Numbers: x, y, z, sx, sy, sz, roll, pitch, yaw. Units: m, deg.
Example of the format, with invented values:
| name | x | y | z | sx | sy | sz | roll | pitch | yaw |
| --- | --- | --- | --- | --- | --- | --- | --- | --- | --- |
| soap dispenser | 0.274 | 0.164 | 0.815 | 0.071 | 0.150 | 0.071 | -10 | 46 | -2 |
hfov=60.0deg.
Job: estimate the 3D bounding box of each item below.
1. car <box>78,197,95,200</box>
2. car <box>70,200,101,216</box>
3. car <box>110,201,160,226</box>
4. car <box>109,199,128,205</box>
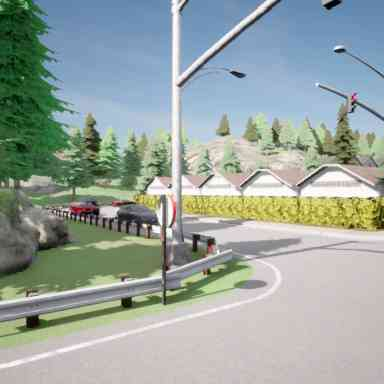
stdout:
| name | x | y | z | sx | sy | sz | roll | pitch | yaw |
| --- | --- | --- | --- | --- | --- | --- | --- | --- | --- |
| car | -16.333 | 1.526 | 50.456 | 2.097 | 1.767 | 4.553 | 0 | 0 | 17 |
| car | -11.114 | 1.792 | 34.612 | 1.895 | 1.301 | 4.718 | 0 | 0 | -34 |
| car | -4.038 | 1.698 | 24.469 | 1.837 | 1.490 | 4.892 | 0 | 0 | -35 |
| car | -10.958 | 1.777 | 53.332 | 1.895 | 1.301 | 4.718 | 0 | 0 | 33 |
